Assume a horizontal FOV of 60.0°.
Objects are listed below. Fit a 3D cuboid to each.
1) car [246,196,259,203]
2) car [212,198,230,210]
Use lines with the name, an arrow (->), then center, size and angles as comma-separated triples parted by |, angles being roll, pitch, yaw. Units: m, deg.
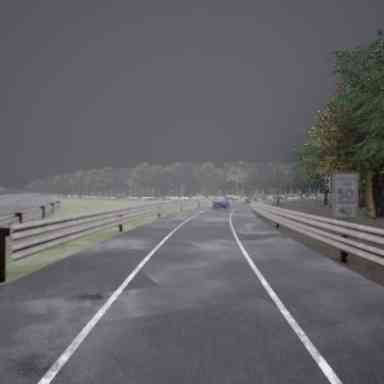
car -> 12.647, 1.599, 69.350 | 2.128, 1.511, 4.902 | 1, 0, 27
car -> 3.941, 1.584, 44.353 | 1.882, 1.535, 5.008 | 1, 0, 14
